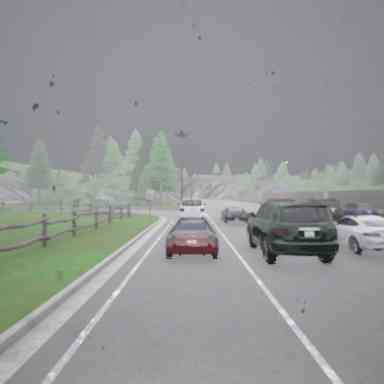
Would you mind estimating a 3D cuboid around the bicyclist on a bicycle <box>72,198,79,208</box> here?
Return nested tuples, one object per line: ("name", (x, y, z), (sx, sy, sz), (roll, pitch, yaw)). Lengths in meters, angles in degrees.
("bicyclist on a bicycle", (-20.264, 1.921, 57.904), (0.582, 1.620, 1.656), (0, 0, 7))

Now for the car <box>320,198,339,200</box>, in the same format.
("car", (10.514, 1.521, 27.574), (2.150, 2.045, 5.566), (0, 0, 0))

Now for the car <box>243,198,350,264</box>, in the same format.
("car", (3.514, 1.361, 12.586), (2.150, 2.045, 5.566), (0, 0, 0))

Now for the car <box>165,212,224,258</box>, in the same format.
("car", (0.026, 1.710, 13.493), (1.994, 1.385, 4.181), (0, -1, 1))

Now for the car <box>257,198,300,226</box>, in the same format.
("car", (7.014, 1.521, 27.563), (2.150, 2.045, 5.566), (0, 0, 0))

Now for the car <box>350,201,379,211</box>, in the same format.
("car", (14.023, 1.657, 28.425), (2.097, 1.767, 4.553), (0, -1, 0))

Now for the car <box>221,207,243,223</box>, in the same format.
("car", (3.520, 1.905, 28.255), (1.895, 1.301, 4.718), (0, -1, 0))

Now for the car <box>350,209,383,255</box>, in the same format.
("car", (7.031, 1.676, 13.896), (1.812, 1.442, 4.674), (0, 0, 1))

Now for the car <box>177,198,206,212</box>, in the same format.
("car", (-0.026, 1.521, 27.592), (2.150, 2.045, 5.566), (0, 0, -1))

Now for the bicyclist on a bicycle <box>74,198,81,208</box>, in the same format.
("bicyclist on a bicycle", (-19.777, 1.920, 57.840), (0.582, 1.620, 1.656), (0, 0, 8))
